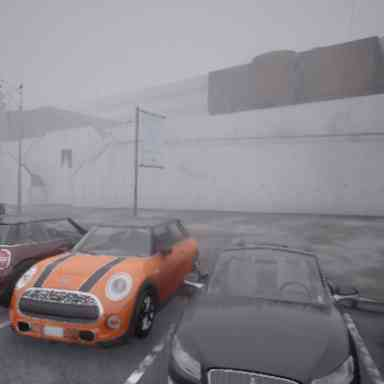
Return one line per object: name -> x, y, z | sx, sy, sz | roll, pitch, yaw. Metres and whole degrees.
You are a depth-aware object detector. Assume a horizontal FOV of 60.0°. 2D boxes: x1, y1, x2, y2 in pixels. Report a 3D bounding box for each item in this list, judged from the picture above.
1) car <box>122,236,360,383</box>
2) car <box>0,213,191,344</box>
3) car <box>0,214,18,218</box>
car -> 1.129, 1.490, 5.002 | 2.231, 1.521, 4.892 | 1, -1, 15
car -> -1.307, 1.367, 6.770 | 2.185, 1.767, 4.553 | 0, -1, 15
car -> -3.775, 1.370, 8.452 | 2.185, 1.767, 4.553 | 0, -1, 15
